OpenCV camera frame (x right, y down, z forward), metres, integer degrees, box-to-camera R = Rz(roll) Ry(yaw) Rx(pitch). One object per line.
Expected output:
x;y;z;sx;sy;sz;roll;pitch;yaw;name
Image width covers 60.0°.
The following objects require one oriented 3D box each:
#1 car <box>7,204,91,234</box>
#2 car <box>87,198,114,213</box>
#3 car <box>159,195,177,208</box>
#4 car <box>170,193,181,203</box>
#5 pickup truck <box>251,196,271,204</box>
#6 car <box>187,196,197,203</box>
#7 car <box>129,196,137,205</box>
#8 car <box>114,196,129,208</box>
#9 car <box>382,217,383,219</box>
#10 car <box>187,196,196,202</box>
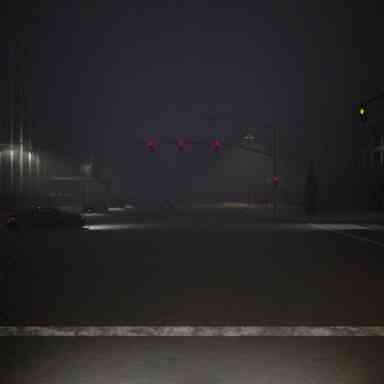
-8.462;1.564;19.489;4.181;1.385;1.994;0;0;-38;car
-10.648;1.547;37.184;2.033;1.411;5.357;0;0;0;car
-3.462;1.525;46.621;1.812;1.442;4.674;0;0;0;car
-3.584;1.223;68.836;2.150;2.045;5.566;0;0;1;car
13.020;1.058;61.498;2.390;2.098;6.274;0;0;30;pickup truck
-0.010;1.601;66.436;1.895;1.301;4.718;0;0;0;car
-10.664;1.491;57.424;2.128;1.511;4.902;0;0;0;car
-10.666;1.564;47.058;1.994;1.385;4.181;0;0;0;car
15.114;1.601;21.577;4.718;1.301;1.895;0;0;0;car
-0.125;1.540;76.269;2.033;1.411;5.357;0;0;0;car
